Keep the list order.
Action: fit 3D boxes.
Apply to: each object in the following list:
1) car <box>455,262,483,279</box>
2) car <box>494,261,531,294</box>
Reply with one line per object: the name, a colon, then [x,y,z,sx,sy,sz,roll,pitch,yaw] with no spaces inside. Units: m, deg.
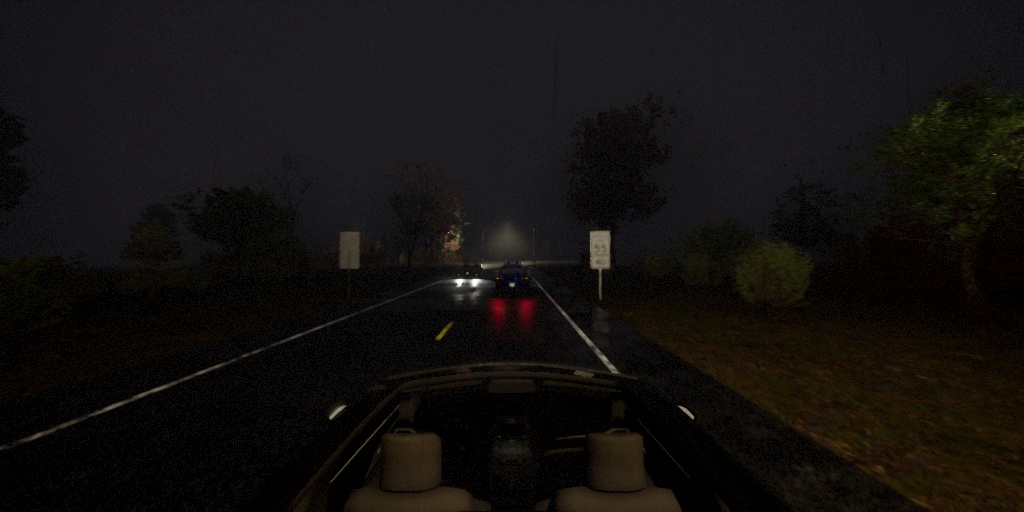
car: [-3.521,1.164,30.436,1.994,1.385,4.181,0,0,0]
car: [0.031,1.173,19.398,1.812,1.442,4.674,0,1,0]
